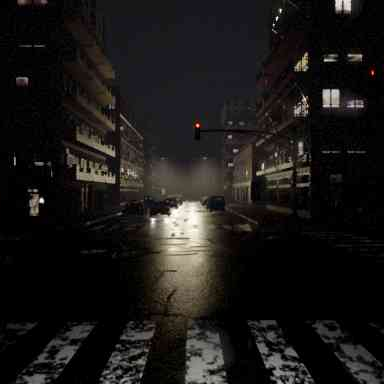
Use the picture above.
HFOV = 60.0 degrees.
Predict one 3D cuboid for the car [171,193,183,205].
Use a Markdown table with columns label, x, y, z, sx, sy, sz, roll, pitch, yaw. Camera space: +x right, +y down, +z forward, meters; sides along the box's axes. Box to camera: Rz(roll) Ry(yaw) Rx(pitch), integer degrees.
| label | x | y | z | sx | sy | sz | roll | pitch | yaw |
| --- | --- | --- | --- | --- | --- | --- | --- | --- | --- |
| car | -2.751 | 1.207 | 57.008 | 2.150 | 2.045 | 5.566 | 0 | 0 | 1 |

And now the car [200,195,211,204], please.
| label | x | y | z | sx | sy | sz | roll | pitch | yaw |
| --- | --- | --- | --- | --- | --- | --- | --- | --- | --- |
| car | 2.627 | 1.419 | 65.376 | 1.967 | 1.590 | 4.097 | 0 | 0 | 0 |

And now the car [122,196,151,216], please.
| label | x | y | z | sx | sy | sz | roll | pitch | yaw |
| --- | --- | --- | --- | --- | --- | --- | --- | --- | --- |
| car | -5.414 | 1.432 | 31.895 | 1.967 | 1.590 | 4.097 | 0 | 0 | 0 |

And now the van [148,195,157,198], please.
| label | x | y | z | sx | sy | sz | roll | pitch | yaw |
| --- | --- | --- | --- | --- | --- | --- | --- | --- | --- |
| van | -5.369 | 1.329 | 43.059 | 1.690 | 1.788 | 3.998 | 0 | 0 | 0 |

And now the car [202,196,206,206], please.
| label | x | y | z | sx | sy | sz | roll | pitch | yaw |
| --- | --- | --- | --- | --- | --- | --- | --- | --- | --- |
| car | 2.701 | 1.533 | 43.051 | 1.887 | 1.381 | 4.507 | 0 | 0 | 0 |

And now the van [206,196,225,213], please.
| label | x | y | z | sx | sy | sz | roll | pitch | yaw |
| --- | --- | --- | --- | --- | --- | --- | --- | --- | --- |
| van | 2.730 | 1.331 | 36.847 | 1.690 | 1.788 | 3.998 | 0 | 0 | 0 |

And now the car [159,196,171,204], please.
| label | x | y | z | sx | sy | sz | roll | pitch | yaw |
| --- | --- | --- | --- | --- | --- | --- | --- | --- | --- |
| car | -5.253 | 1.524 | 65.383 | 1.887 | 1.381 | 4.507 | 0 | 0 | 0 |

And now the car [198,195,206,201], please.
| label | x | y | z | sx | sy | sz | roll | pitch | yaw |
| --- | --- | --- | --- | --- | --- | --- | --- | --- | --- |
| car | 2.648 | 1.527 | 87.702 | 1.947 | 1.339 | 4.313 | 0 | 0 | 0 |

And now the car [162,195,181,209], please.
| label | x | y | z | sx | sy | sz | roll | pitch | yaw |
| --- | --- | --- | --- | --- | --- | --- | --- | --- | --- |
| car | -2.804 | 1.514 | 43.405 | 1.812 | 1.442 | 4.674 | 0 | 0 | 0 |

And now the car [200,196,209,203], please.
| label | x | y | z | sx | sy | sz | roll | pitch | yaw |
| --- | --- | --- | --- | --- | --- | --- | --- | --- | --- |
| car | 2.632 | 1.520 | 70.957 | 1.887 | 1.381 | 4.507 | 0 | 0 | 0 |

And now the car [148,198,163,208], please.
| label | x | y | z | sx | sy | sz | roll | pitch | yaw |
| --- | --- | --- | --- | --- | --- | --- | --- | --- | --- |
| car | -5.317 | 1.568 | 48.640 | 1.802 | 1.307 | 4.206 | 0 | 0 | 0 |

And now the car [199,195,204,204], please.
| label | x | y | z | sx | sy | sz | roll | pitch | yaw |
| --- | --- | --- | --- | --- | --- | --- | --- | --- | --- |
| car | 2.619 | 1.550 | 54.213 | 1.947 | 1.339 | 4.313 | 0 | 0 | 0 |

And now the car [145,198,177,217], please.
| label | x | y | z | sx | sy | sz | roll | pitch | yaw |
| --- | --- | --- | --- | --- | --- | --- | --- | --- | --- |
| car | -2.820 | 1.539 | 31.154 | 2.033 | 1.411 | 5.357 | 0 | 0 | 0 |

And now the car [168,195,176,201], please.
| label | x | y | z | sx | sy | sz | roll | pitch | yaw |
| --- | --- | --- | --- | --- | --- | --- | --- | --- | --- |
| car | -5.233 | 1.512 | 87.709 | 2.008 | 1.369 | 4.403 | 0 | 0 | 0 |
